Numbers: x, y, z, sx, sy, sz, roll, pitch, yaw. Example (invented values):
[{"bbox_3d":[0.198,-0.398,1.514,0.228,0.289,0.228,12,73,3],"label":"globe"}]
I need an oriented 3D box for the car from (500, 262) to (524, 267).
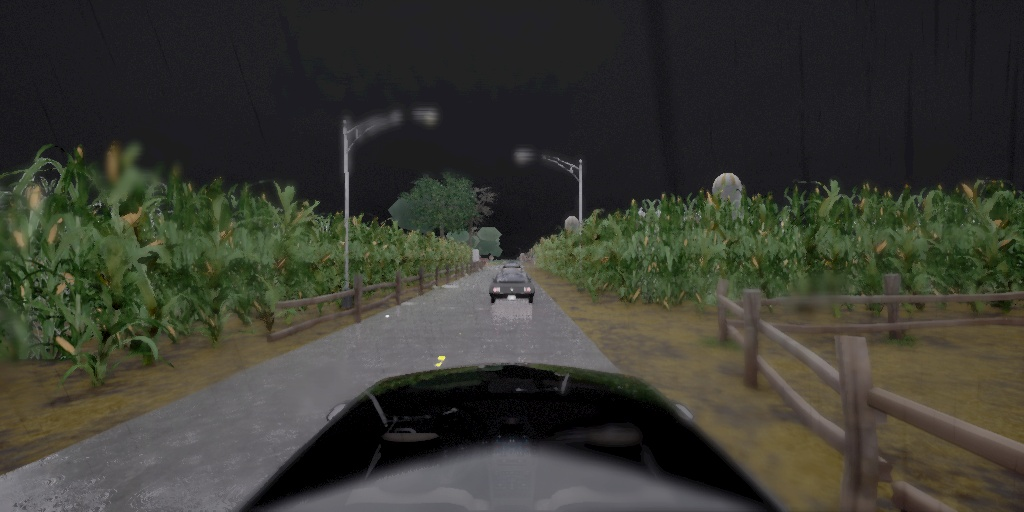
[{"bbox_3d":[0.000,1.259,31.503,2.128,1.511,4.902,0,0,0],"label":"car"}]

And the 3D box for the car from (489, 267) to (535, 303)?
[{"bbox_3d":[0.000,1.371,16.531,1.895,1.301,4.718,0,0,0],"label":"car"}]
